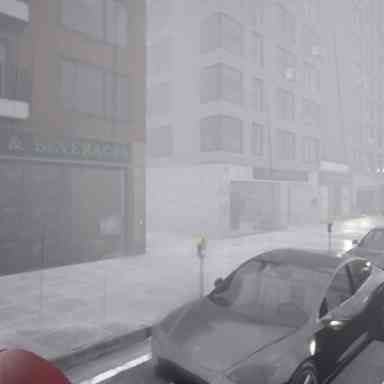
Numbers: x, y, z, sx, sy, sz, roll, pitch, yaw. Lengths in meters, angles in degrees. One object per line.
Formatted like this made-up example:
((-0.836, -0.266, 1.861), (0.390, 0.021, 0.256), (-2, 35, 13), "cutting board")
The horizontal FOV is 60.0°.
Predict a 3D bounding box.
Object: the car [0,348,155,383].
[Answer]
((-2.464, 1.543, 0.776), (4.507, 1.381, 1.887), (0, 0, -45), "car")

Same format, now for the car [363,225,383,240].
((5.357, 1.566, 8.582), (4.313, 1.339, 1.947), (0, 0, -45), "car")

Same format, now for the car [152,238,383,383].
((1.446, 1.565, 4.679), (4.313, 1.339, 1.947), (0, 0, -45), "car")
